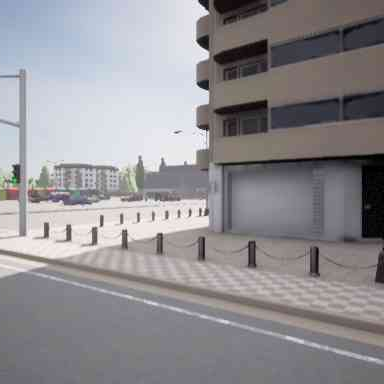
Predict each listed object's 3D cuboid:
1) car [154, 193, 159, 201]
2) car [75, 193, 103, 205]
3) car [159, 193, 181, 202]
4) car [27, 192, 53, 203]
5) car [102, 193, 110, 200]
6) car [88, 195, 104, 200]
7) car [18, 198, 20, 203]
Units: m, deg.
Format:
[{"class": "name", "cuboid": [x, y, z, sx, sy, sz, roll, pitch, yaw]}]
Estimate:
[{"class": "car", "cuboid": [-6.760, 1.180, 74.280, 1.905, 1.878, 3.866, 0, 0, 35]}, {"class": "car", "cuboid": [-19.036, 1.418, 61.563, 1.970, 1.475, 3.806, 0, 0, 35]}, {"class": "car", "cuboid": [-4.426, 1.177, 72.568, 1.932, 1.855, 4.605, 0, 0, 35]}, {"class": "car", "cuboid": [-32.898, 1.178, 71.226, 1.932, 1.855, 4.605, 0, 0, 35]}, {"class": "car", "cuboid": [-22.820, 1.183, 85.557, 1.905, 1.878, 3.866, 0, 0, 35]}, {"class": "car", "cuboid": [-25.180, 1.423, 87.234, 1.970, 1.475, 3.806, 0, 0, 35]}, {"class": "car", "cuboid": [-35.228, 1.389, 72.947, 1.784, 1.438, 3.905, 0, 0, 35]}]
